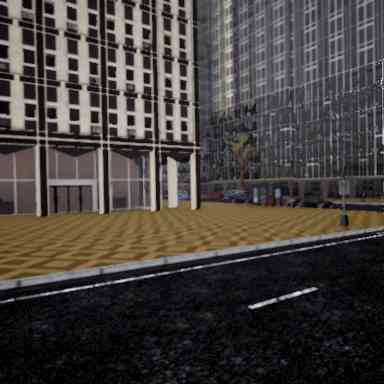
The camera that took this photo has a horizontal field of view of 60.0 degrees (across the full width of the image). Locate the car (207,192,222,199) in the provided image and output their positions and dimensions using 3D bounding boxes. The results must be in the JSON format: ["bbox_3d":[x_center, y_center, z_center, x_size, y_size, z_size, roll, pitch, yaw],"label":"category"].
[{"bbox_3d":[4.624,0.673,65.420,1.802,1.307,4.206,-1,1,-34],"label":"car"}]

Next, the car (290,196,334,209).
[{"bbox_3d":[13.604,1.133,37.150,1.947,1.339,4.313,-1,1,-34],"label":"car"}]

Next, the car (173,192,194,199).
[{"bbox_3d":[-1.746,0.607,64.643,1.895,1.301,4.718,-2,2,-34],"label":"car"}]

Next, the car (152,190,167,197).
[{"bbox_3d":[-8.185,0.312,84.200,1.967,1.590,4.097,-1,1,-34],"label":"car"}]

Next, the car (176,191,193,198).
[{"bbox_3d":[-1.780,0.564,74.812,1.802,1.307,4.206,-1,1,-34],"label":"car"}]

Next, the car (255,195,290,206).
[{"bbox_3d":[10.416,1.096,41.858,1.802,1.307,4.206,-1,1,-34],"label":"car"}]

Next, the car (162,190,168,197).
[{"bbox_3d":[-4.984,0.242,79.503,2.192,1.841,5.009,-1,1,-34],"label":"car"}]

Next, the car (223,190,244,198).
[{"bbox_3d":[7.639,0.912,50.723,2.033,1.411,5.357,-2,2,-34],"label":"car"}]

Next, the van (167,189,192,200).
[{"bbox_3d":[-2.300,0.641,60.698,1.690,1.788,3.998,-1,1,-34],"label":"van"}]

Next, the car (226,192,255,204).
[{"bbox_3d":[7.262,1.026,46.586,1.947,1.339,4.313,-1,1,-34],"label":"car"}]
